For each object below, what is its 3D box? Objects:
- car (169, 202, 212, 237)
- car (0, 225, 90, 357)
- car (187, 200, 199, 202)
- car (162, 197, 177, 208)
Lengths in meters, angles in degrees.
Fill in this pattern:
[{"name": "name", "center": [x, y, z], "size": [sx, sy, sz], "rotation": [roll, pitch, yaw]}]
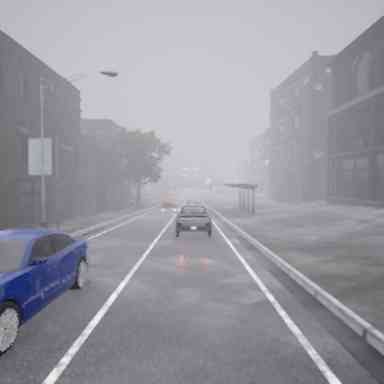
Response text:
[{"name": "car", "center": [0.084, 1.496, 18.206], "size": [2.128, 1.511, 4.902], "rotation": [0, 0, 0]}, {"name": "car", "center": [-3.460, 1.475, 6.206], "size": [1.882, 1.535, 5.008], "rotation": [0, 0, 0]}, {"name": "car", "center": [0.067, 1.574, 36.351], "size": [2.033, 1.411, 5.357], "rotation": [0, 0, 0]}, {"name": "car", "center": [-3.202, 1.462, 47.455], "size": [1.882, 1.535, 5.008], "rotation": [0, 0, 1]}]
